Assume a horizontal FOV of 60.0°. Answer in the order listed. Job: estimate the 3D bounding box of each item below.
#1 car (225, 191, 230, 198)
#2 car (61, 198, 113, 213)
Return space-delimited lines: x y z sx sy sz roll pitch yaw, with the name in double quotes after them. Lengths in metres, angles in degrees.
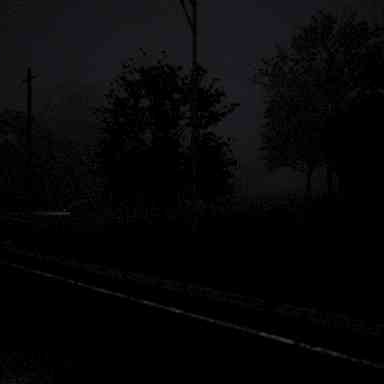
4.404 0.360 54.101 1.812 1.442 4.674 0 3 39 "car"
-10.884 1.337 34.910 2.033 1.411 5.357 0 1 39 "car"
